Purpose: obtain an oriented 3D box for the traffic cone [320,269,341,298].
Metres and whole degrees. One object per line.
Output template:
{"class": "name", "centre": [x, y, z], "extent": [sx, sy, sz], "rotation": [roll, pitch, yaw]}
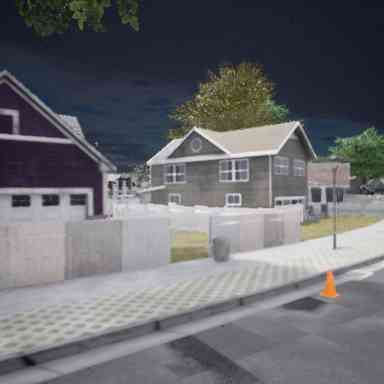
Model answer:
{"class": "traffic cone", "centre": [3.144, 2.048, 7.571], "extent": [0.340, 0.580, 0.340], "rotation": [1, -1, -40]}
